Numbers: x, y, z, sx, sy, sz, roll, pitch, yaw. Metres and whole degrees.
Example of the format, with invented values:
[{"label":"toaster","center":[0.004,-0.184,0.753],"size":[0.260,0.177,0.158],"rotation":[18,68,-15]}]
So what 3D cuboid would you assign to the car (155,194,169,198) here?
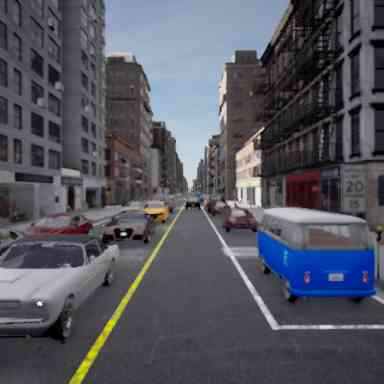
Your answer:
[{"label":"car","center":[-5.362,1.270,53.384],"size":[2.192,1.841,5.009],"rotation":[0,0,0]}]

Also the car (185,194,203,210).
[{"label":"car","center":[0.130,1.431,42.356],"size":[1.882,1.535,5.008],"rotation":[0,0,0]}]

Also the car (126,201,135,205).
[{"label":"car","center":[-5.374,1.512,30.487],"size":[1.752,1.417,4.829],"rotation":[0,0,0]}]

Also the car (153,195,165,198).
[{"label":"car","center":[-5.364,1.529,47.703],"size":[1.947,1.339,4.313],"rotation":[0,0,0]}]

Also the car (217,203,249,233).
[{"label":"car","center":[2.645,1.555,19.296],"size":[1.802,1.307,4.206],"rotation":[0,0,0]}]

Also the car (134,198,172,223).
[{"label":"car","center":[-2.832,1.462,25.428],"size":[1.882,1.535,5.008],"rotation":[0,0,0]}]

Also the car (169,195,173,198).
[{"label":"car","center":[-5.355,1.380,64.748],"size":[1.967,1.590,4.097],"rotation":[0,0,0]}]

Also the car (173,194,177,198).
[{"label":"car","center":[-5.346,1.497,81.793],"size":[1.802,1.307,4.206],"rotation":[0,0,0]}]

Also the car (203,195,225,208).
[{"label":"car","center":[2.654,1.269,36.340],"size":[2.192,1.841,5.009],"rotation":[0,0,0]}]

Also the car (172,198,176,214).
[{"label":"car","center":[-2.793,1.573,35.534],"size":[1.895,1.301,4.718],"rotation":[0,0,0]}]

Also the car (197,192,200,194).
[{"label":"car","center":[2.680,1.415,81.960],"size":[1.752,1.417,4.829],"rotation":[0,0,0]}]

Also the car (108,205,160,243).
[{"label":"car","center":[-2.840,1.556,15.782],"size":[1.994,1.385,4.181],"rotation":[0,0,0]}]

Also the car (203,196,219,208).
[{"label":"car","center":[2.660,1.378,47.703],"size":[1.967,1.590,4.097],"rotation":[0,0,0]}]

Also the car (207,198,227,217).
[{"label":"car","center":[2.651,1.544,30.659],"size":[1.802,1.307,4.206],"rotation":[0,0,0]}]

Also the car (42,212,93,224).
[{"label":"car","center":[-5.383,1.546,13.611],"size":[1.887,1.381,4.507],"rotation":[0,0,0]}]

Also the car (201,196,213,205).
[{"label":"car","center":[2.667,1.474,59.065],"size":[2.008,1.369,4.403],"rotation":[0,0,0]}]

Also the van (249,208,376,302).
[{"label":"van","center":[2.638,1.322,7.934],"size":[1.690,1.788,3.998],"rotation":[0,0,0]}]

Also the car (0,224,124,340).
[{"label":"car","center":[-2.819,1.599,6.638],"size":[1.895,1.301,4.718],"rotation":[0,0,-1]}]

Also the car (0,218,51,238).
[{"label":"car","center":[-5.387,1.556,7.930],"size":[2.008,1.369,4.403],"rotation":[0,0,0]}]
